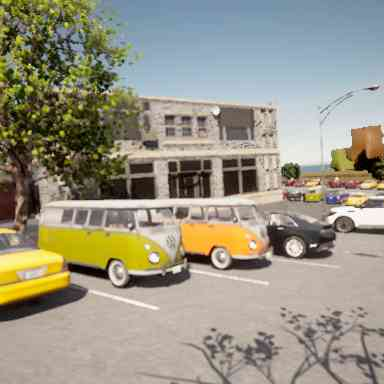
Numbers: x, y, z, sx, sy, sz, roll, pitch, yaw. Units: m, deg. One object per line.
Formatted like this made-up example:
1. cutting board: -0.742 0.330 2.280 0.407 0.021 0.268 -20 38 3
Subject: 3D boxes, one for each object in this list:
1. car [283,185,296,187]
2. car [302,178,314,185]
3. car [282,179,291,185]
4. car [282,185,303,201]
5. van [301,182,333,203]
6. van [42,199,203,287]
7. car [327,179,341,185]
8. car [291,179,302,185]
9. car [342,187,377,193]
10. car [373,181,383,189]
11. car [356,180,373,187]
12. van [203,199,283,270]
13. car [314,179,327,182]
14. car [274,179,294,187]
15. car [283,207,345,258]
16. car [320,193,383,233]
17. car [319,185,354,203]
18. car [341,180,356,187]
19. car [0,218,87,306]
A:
1. car: 13.807 0.306 49.655 2.002 1.452 4.674 1 7 41
2. car: 25.029 -1.831 67.740 1.946 1.575 5.366 1 5 43
3. car: 22.213 -2.071 72.873 2.097 1.535 5.008 1 6 44
4. car: 15.237 0.392 46.998 2.231 1.521 4.892 0 6 41
5. van: 16.761 0.274 44.429 1.878 1.987 4.442 0 6 41
6. van: -2.154 1.214 8.863 4.442 1.987 1.878 -1 -1 35
7. car: 27.652 -1.518 62.364 2.002 1.452 4.674 1 5 42
8. car: 23.573 -2.068 70.246 2.185 1.767 4.553 2 6 43
9. car: 19.791 0.725 39.245 1.946 1.575 5.366 0 6 40
10. car: 32.013 -1.209 54.703 1.946 1.575 5.366 1 5 41
11. car: 30.346 -1.298 57.014 1.946 1.575 5.366 1 6 42
12. van: 0.330 1.214 10.595 4.442 1.987 1.878 -1 -1 35
13. car: 26.243 -1.807 64.948 2.185 1.767 4.553 1 5 43
14. car: 20.884 -2.172 75.500 2.163 1.488 4.792 2 6 44
15. car: 2.718 1.443 12.376 4.892 1.521 2.231 -1 -1 35
16. car: 10.129 1.192 17.577 5.566 2.045 2.435 -1 -1 35
17. car: 18.149 0.509 41.694 2.185 1.767 4.553 0 6 40
18. car: 29.051 -1.394 59.757 2.002 1.452 4.674 1 5 42
19. car: -4.885 1.440 7.304 5.366 1.575 1.946 -1 -1 35
